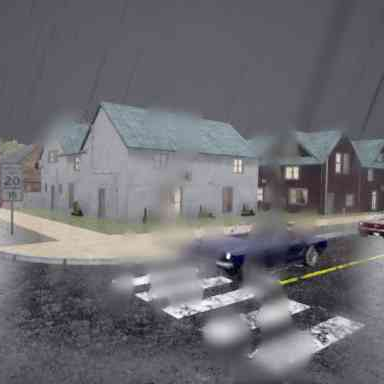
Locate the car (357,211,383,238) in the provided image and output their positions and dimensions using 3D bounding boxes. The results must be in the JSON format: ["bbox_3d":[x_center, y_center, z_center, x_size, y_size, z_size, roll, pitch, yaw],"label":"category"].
[{"bbox_3d":[10.053,1.627,16.439,4.718,1.301,1.895,1,2,-39],"label":"car"}]

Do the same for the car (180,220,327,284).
[{"bbox_3d":[1.951,1.537,9.609,4.718,1.301,1.895,1,2,-42],"label":"car"}]
